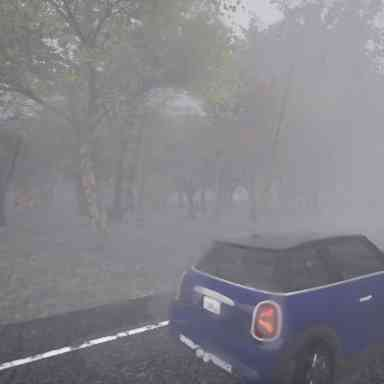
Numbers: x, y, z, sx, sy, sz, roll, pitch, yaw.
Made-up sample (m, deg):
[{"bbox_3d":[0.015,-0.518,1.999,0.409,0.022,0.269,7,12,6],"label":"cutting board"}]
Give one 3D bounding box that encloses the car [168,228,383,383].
[{"bbox_3d":[1.962,1.354,5.146,4.553,1.767,2.097,0,0,-35],"label":"car"}]
